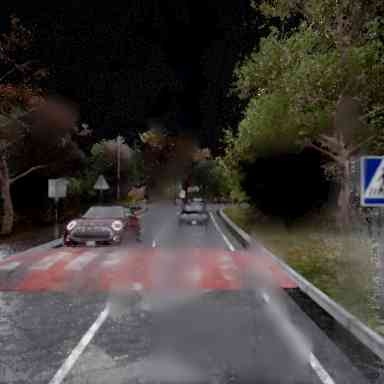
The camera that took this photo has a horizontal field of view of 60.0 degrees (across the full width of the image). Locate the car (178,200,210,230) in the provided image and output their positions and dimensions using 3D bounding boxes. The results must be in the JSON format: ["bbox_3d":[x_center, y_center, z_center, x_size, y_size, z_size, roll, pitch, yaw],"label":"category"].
[{"bbox_3d":[0.140,1.504,21.284,2.128,1.511,4.902,0,0,1],"label":"car"}]

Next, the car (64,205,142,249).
[{"bbox_3d":[-3.327,1.280,13.236,2.097,1.767,4.553,1,-4,0],"label":"car"}]

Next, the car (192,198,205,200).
[{"bbox_3d":[0.747,1.417,38.136,2.128,1.511,4.902,0,0,4],"label":"car"}]
